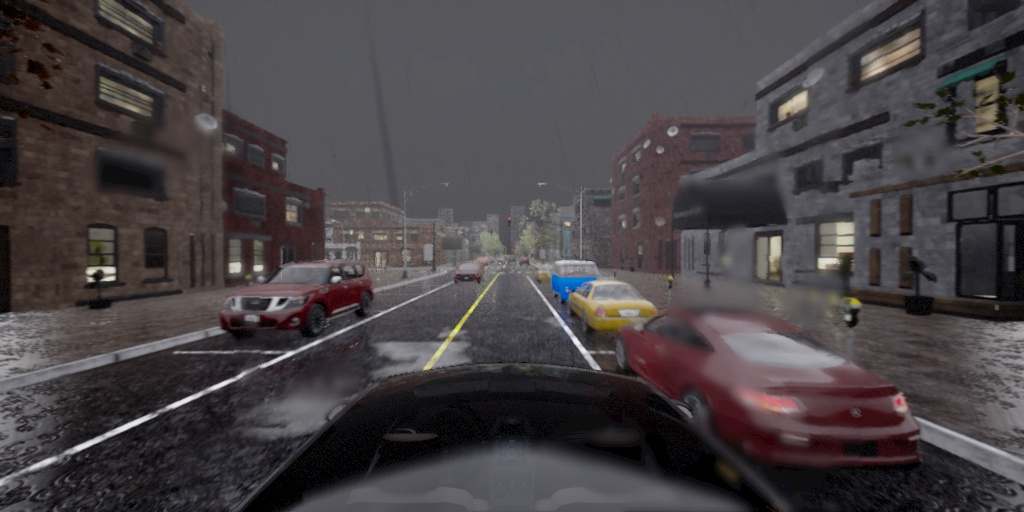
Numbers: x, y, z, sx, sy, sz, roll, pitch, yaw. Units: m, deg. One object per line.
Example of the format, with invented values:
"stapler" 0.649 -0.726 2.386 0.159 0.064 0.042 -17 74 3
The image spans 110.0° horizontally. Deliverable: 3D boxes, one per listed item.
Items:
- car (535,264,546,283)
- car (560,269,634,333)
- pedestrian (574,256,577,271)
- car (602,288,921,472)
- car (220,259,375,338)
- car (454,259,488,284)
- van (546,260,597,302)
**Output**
"car" 2.693 1.260 27.200 1.751 1.417 4.829 0 0 0
"car" 2.693 1.270 10.555 1.751 1.417 4.829 0 0 0
"pedestrian" 7.133 0.862 40.508 0.375 1.860 0.375 -1 1 0
"car" 2.693 1.330 4.836 1.802 1.307 4.207 0 0 0
"car" -5.688 1.060 10.382 2.192 1.841 5.009 0 0 0
"car" -3.089 1.213 26.689 1.882 1.535 5.008 0 0 0
"van" 2.693 1.082 15.933 1.690 1.789 3.998 0 0 0
